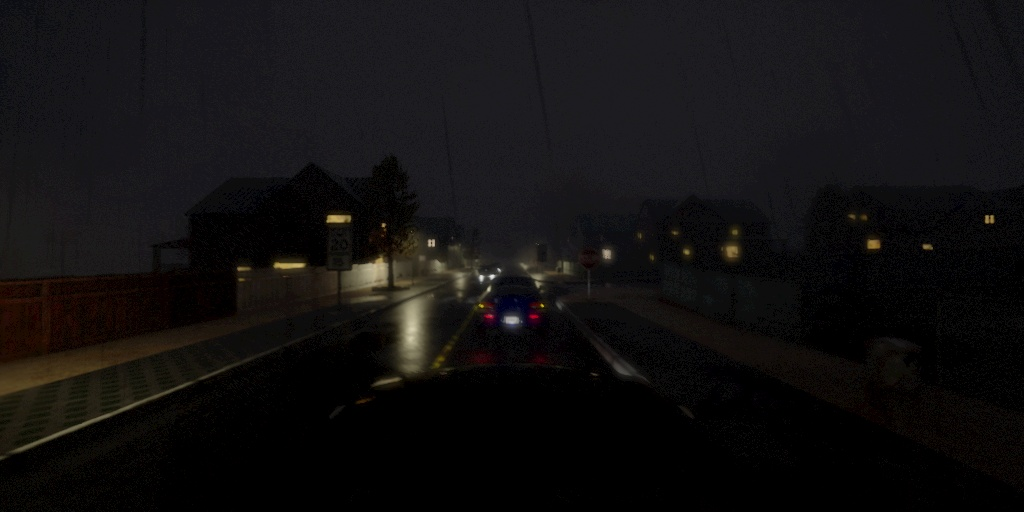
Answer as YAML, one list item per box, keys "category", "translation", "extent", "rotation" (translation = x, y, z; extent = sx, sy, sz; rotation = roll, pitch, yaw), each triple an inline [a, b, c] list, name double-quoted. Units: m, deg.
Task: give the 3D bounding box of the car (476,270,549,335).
- category: "car"
  translation: [0.029, 1.301, 10.475]
  extent: [1.812, 1.442, 4.674]
  rotation: [0, 0, 0]

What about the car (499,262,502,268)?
- category: "car"
  translation: [-2.820, 1.529, 64.341]
  extent: [1.895, 1.301, 4.718]
  rotation: [0, 0, 0]

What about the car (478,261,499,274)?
- category: "car"
  translation: [-2.862, 1.430, 42.388]
  extent: [1.994, 1.385, 4.181]
  rotation: [0, 0, 0]
